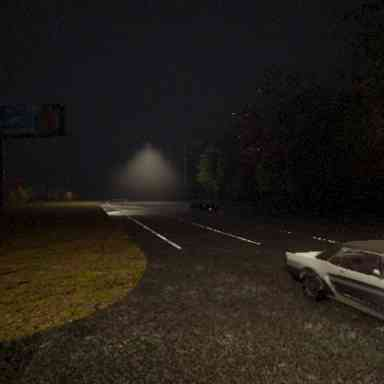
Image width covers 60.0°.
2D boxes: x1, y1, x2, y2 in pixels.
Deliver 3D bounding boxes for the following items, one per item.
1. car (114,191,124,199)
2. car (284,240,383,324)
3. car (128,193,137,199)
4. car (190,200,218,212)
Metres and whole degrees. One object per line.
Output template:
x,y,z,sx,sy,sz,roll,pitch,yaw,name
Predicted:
-19.115,0.850,87.101,2.150,2.045,5.566,0,0,-12,car
3.733,1.612,5.821,1.895,1.301,4.718,0,0,-19,car
-16.417,1.137,91.725,1.812,1.442,4.674,0,0,-18,car
1.203,1.478,36.518,1.895,1.301,4.718,0,0,-18,car
